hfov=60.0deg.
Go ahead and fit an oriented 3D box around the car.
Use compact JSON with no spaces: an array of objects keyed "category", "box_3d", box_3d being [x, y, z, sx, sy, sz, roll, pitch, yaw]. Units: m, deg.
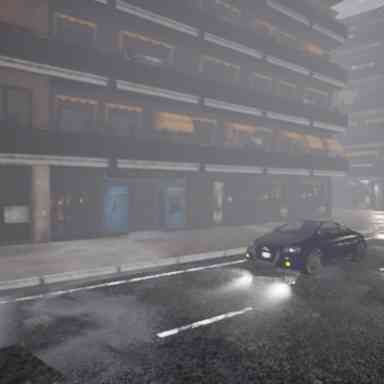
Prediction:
[{"category":"car","box_3d":[3.655,1.553,10.419,4.181,1.385,1.994,0,0,-37]}]
